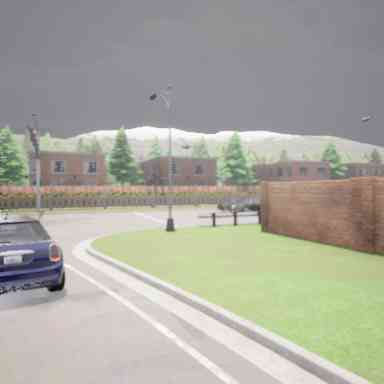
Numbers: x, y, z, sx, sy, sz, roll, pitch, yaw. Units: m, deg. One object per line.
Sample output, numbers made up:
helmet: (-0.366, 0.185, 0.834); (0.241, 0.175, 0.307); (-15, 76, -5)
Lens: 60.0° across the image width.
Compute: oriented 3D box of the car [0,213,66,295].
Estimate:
car: (-4.737, 1.326, 8.135); (2.097, 1.767, 4.553); (0, 0, -37)

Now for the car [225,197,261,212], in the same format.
car: (6.128, 1.280, 32.509); (4.902, 1.511, 2.128); (0, 0, -22)

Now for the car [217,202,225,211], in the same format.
car: (4.804, 1.340, 35.747); (4.181, 1.385, 1.994); (0, 0, -22)
